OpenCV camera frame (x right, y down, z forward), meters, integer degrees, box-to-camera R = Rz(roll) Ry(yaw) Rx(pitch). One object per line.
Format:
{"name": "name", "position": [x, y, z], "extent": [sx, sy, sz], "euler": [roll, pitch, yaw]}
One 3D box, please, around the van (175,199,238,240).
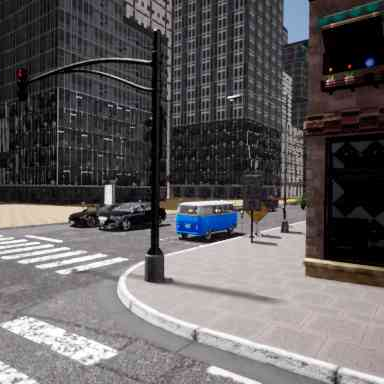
{"name": "van", "position": [0.868, 1.368, 16.995], "extent": [1.690, 1.788, 3.998], "euler": [1, 1, 35]}

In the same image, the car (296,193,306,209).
{"name": "car", "position": [15.452, 1.159, 42.069], "extent": [2.150, 2.045, 5.566], "euler": [1, 1, 36]}

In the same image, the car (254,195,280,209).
{"name": "car", "position": [10.072, 1.293, 44.395], "extent": [1.967, 1.590, 4.097], "euler": [1, 1, 35]}

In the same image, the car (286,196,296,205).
{"name": "car", "position": [16.387, 1.363, 53.275], "extent": [1.752, 1.417, 4.829], "euler": [1, 1, 35]}

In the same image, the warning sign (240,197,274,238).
{"name": "warning sign", "position": [3.150, 1.177, 16.101], "extent": [1.300, 1.860, 1.060], "euler": [1, 1, 35]}

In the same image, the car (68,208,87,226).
{"name": "car", "position": [-5.963, 1.466, 21.855], "extent": [1.947, 1.339, 4.313], "euler": [1, 1, 35]}

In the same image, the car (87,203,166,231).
{"name": "car", "position": [-3.626, 1.430, 20.672], "extent": [2.128, 1.511, 4.902], "euler": [1, 1, 35]}

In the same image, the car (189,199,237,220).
{"name": "car", "position": [1.894, 1.426, 28.428], "extent": [1.837, 1.490, 4.892], "euler": [1, 1, 36]}

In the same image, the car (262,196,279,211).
{"name": "car", "position": [7.788, 1.429, 36.708], "extent": [1.812, 1.442, 4.674], "euler": [1, 1, 36]}
